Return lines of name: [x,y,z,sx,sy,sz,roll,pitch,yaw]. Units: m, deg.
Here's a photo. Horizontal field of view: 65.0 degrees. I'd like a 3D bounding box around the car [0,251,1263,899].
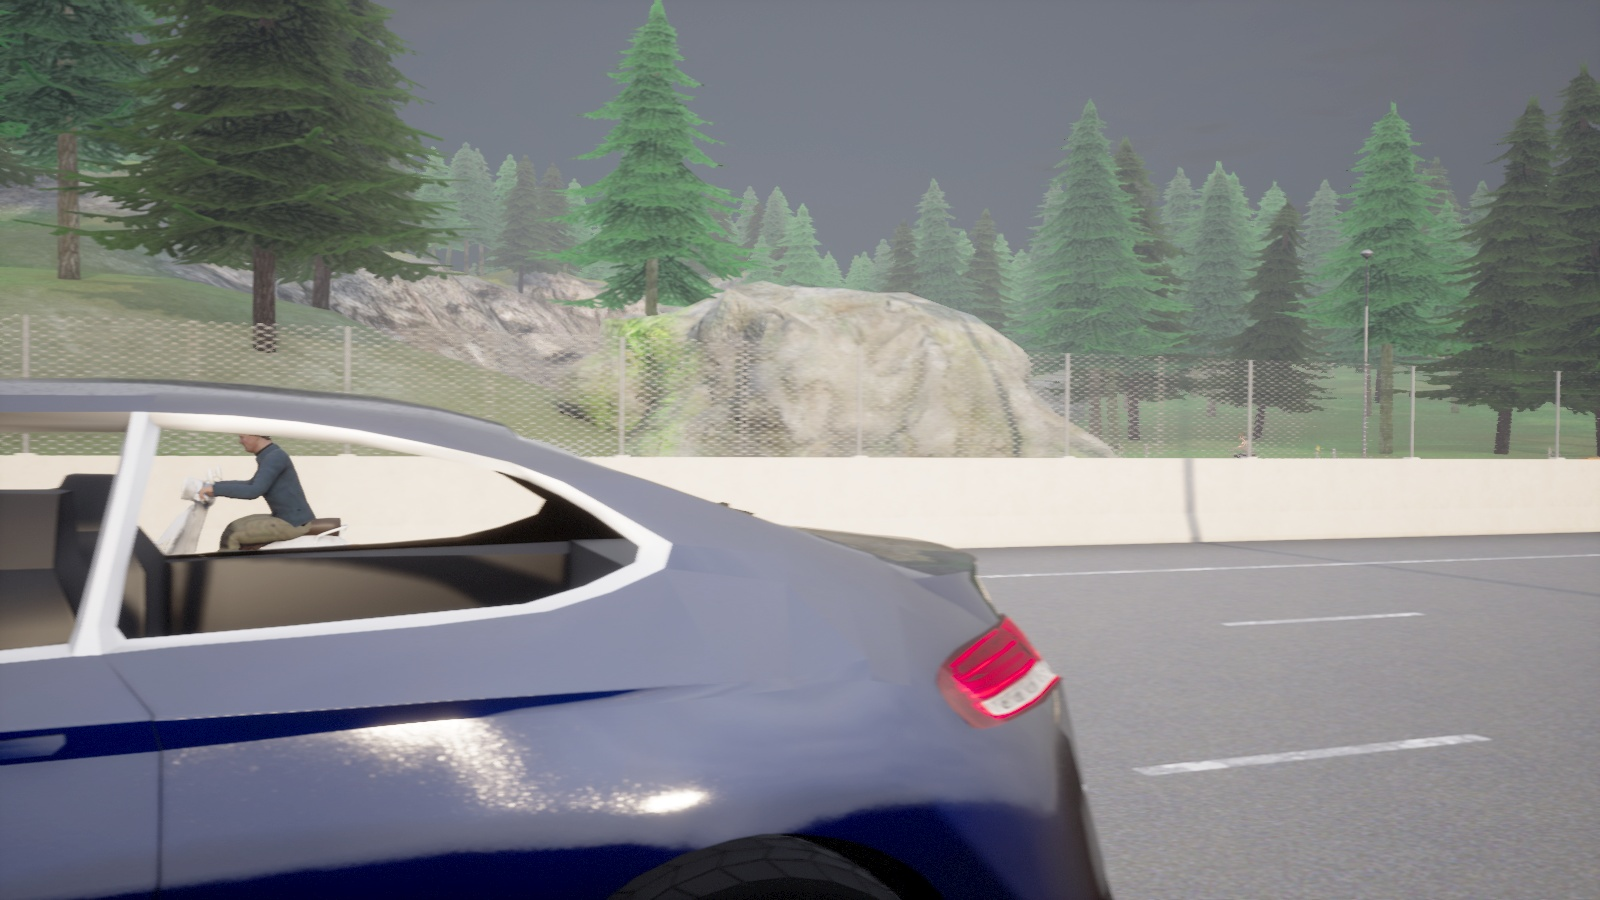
car: [-1.839,0.555,2.538,5.027,1.651,2.152,-1,1,-21]
